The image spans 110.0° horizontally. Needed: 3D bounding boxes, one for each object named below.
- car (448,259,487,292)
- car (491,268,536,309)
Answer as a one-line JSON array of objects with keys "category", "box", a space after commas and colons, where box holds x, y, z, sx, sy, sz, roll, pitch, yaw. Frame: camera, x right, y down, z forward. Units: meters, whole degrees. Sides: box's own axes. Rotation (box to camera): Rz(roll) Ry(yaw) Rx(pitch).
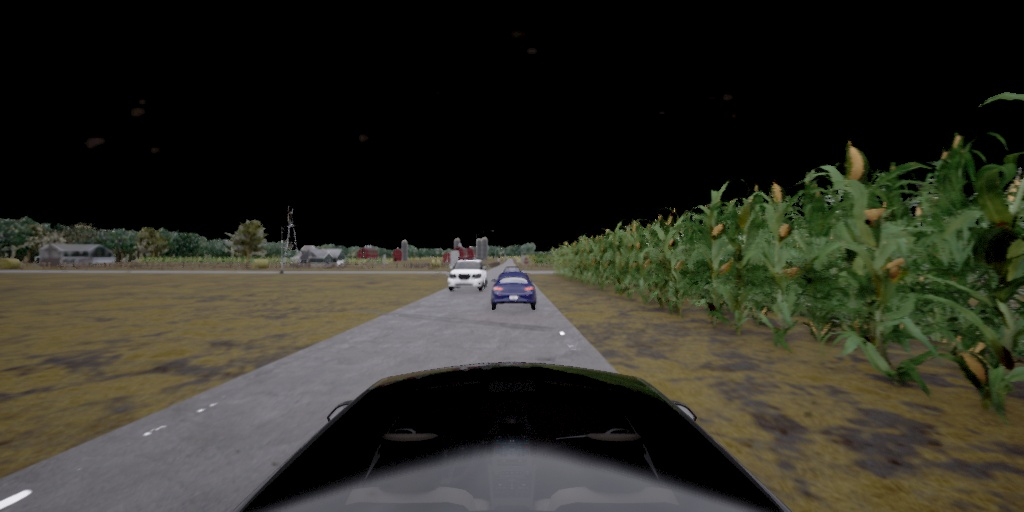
[{"category": "car", "box": [-2.895, 1.251, 24.340, 2.150, 2.045, 5.566, 0, -1, 0]}, {"category": "car", "box": [0.065, 1.452, 15.939, 1.812, 1.442, 4.674, 0, -1, 0]}]
